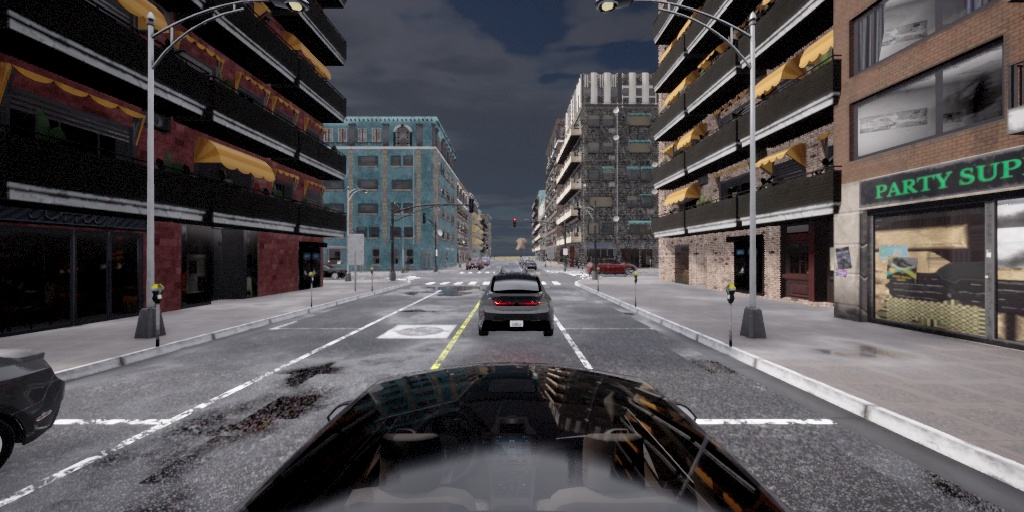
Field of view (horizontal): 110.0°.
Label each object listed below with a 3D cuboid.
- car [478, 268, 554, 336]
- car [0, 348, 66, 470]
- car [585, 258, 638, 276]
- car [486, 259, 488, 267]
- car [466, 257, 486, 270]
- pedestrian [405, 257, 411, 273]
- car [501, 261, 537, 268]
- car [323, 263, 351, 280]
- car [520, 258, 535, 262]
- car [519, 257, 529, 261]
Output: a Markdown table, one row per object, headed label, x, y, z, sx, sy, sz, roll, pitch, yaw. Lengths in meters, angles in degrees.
| label | x | y | z | sx | sy | sz | roll | pitch | yaw |
| --- | --- | --- | --- | --- | --- | --- | --- | --- | --- |
| car | 0.094 | 1.254 | 10.367 | 1.837 | 1.490 | 4.892 | 0 | 0 | 0 |
| car | -5.315 | 1.300 | 1.691 | 2.007 | 1.370 | 4.403 | 0 | 0 | 0 |
| car | 9.164 | 0.963 | 33.170 | 4.553 | 1.767 | 2.097 | -1 | 0 | 0 |
| car | -5.331 | 1.278 | 56.493 | 1.888 | 1.381 | 4.507 | 0 | 0 | 0 |
| car | -5.329 | 1.051 | 50.941 | 2.192 | 1.841 | 5.009 | 0 | 0 | 0 |
| pedestrian | -12.162 | 1.029 | 41.689 | 0.375 | 1.860 | 0.375 | 0 | 1 | 0 |
| car | 0.096 | 1.239 | 19.702 | 2.128 | 1.511 | 4.902 | 0 | 0 | 0 |
| car | -17.657 | 1.420 | 33.368 | 5.008 | 1.535 | 1.882 | -1 | 0 | 0 |
| car | 2.551 | 1.303 | 50.943 | 1.948 | 1.339 | 4.313 | 0 | 0 | 0 |
| car | 2.548 | 1.312 | 62.047 | 1.802 | 1.307 | 4.207 | 0 | 0 | 0 |
